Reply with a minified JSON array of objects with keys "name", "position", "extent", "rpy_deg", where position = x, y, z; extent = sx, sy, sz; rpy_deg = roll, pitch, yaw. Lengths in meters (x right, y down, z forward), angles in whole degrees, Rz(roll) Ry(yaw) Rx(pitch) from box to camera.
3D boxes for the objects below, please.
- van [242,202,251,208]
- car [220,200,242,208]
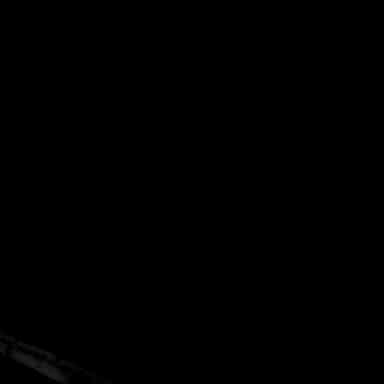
[{"name":"van","position":[13.696,3.416,92.594],"extent":[4.442,1.987,1.878],"rpy_deg":[4,0,-45]},{"name":"car","position":[9.845,3.151,88.735],"extent":[5.566,2.045,2.435],"rpy_deg":[4,0,-45]}]
